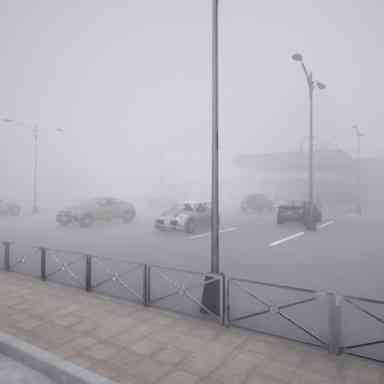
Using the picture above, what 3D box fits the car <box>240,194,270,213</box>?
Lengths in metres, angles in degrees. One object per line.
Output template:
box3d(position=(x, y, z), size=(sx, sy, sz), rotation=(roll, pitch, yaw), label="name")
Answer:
box3d(position=(6.531, 1.101, 33.166), size=(1.932, 1.855, 4.605), rotation=(0, 0, 33), label="car")

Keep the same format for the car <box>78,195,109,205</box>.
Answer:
box3d(position=(-17.411, 1.312, 59.128), size=(2.152, 1.636, 5.027), rotation=(0, 0, 33), label="car")

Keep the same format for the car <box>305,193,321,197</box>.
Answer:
box3d(position=(13.615, 1.082, 37.912), size=(1.905, 1.878, 3.866), rotation=(0, 0, 33), label="car")

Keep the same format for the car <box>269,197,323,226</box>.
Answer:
box3d(position=(6.791, 1.307, 20.987), size=(2.007, 1.523, 4.514), rotation=(0, 0, 33), label="car")

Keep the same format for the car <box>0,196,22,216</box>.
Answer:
box3d(position=(-16.352, 1.073, 27.469), size=(1.905, 1.878, 3.866), rotation=(0, 0, 33), label="car")

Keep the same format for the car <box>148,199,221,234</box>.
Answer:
box3d(position=(-0.155, 1.240, 17.132), size=(1.970, 1.475, 3.806), rotation=(0, 0, 33), label="car")

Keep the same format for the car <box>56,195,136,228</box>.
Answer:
box3d(position=(-5.684, 1.157, 20.405), size=(2.152, 1.636, 5.027), rotation=(0, 0, 33), label="car")

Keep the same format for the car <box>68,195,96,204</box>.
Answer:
box3d(position=(-20.056, 1.319, 60.816), size=(2.007, 1.523, 4.514), rotation=(0, 0, 33), label="car")

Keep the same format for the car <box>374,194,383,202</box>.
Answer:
box3d(position=(39.585, 1.316, 68.285), size=(3.866, 1.878, 1.905), rotation=(0, 0, 33), label="car")

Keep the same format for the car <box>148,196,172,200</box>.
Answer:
box3d(position=(-3.463, 1.294, 40.637), size=(2.007, 1.523, 4.514), rotation=(0, 0, 33), label="car")

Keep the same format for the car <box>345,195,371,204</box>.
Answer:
box3d(position=(32.842, 1.481, 65.959), size=(4.611, 1.667, 2.242), rotation=(0, 0, 33), label="car")

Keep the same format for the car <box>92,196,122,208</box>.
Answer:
box3d(position=(-11.771, 1.309, 46.189), size=(1.845, 1.501, 3.633), rotation=(0, 0, 33), label="car")
